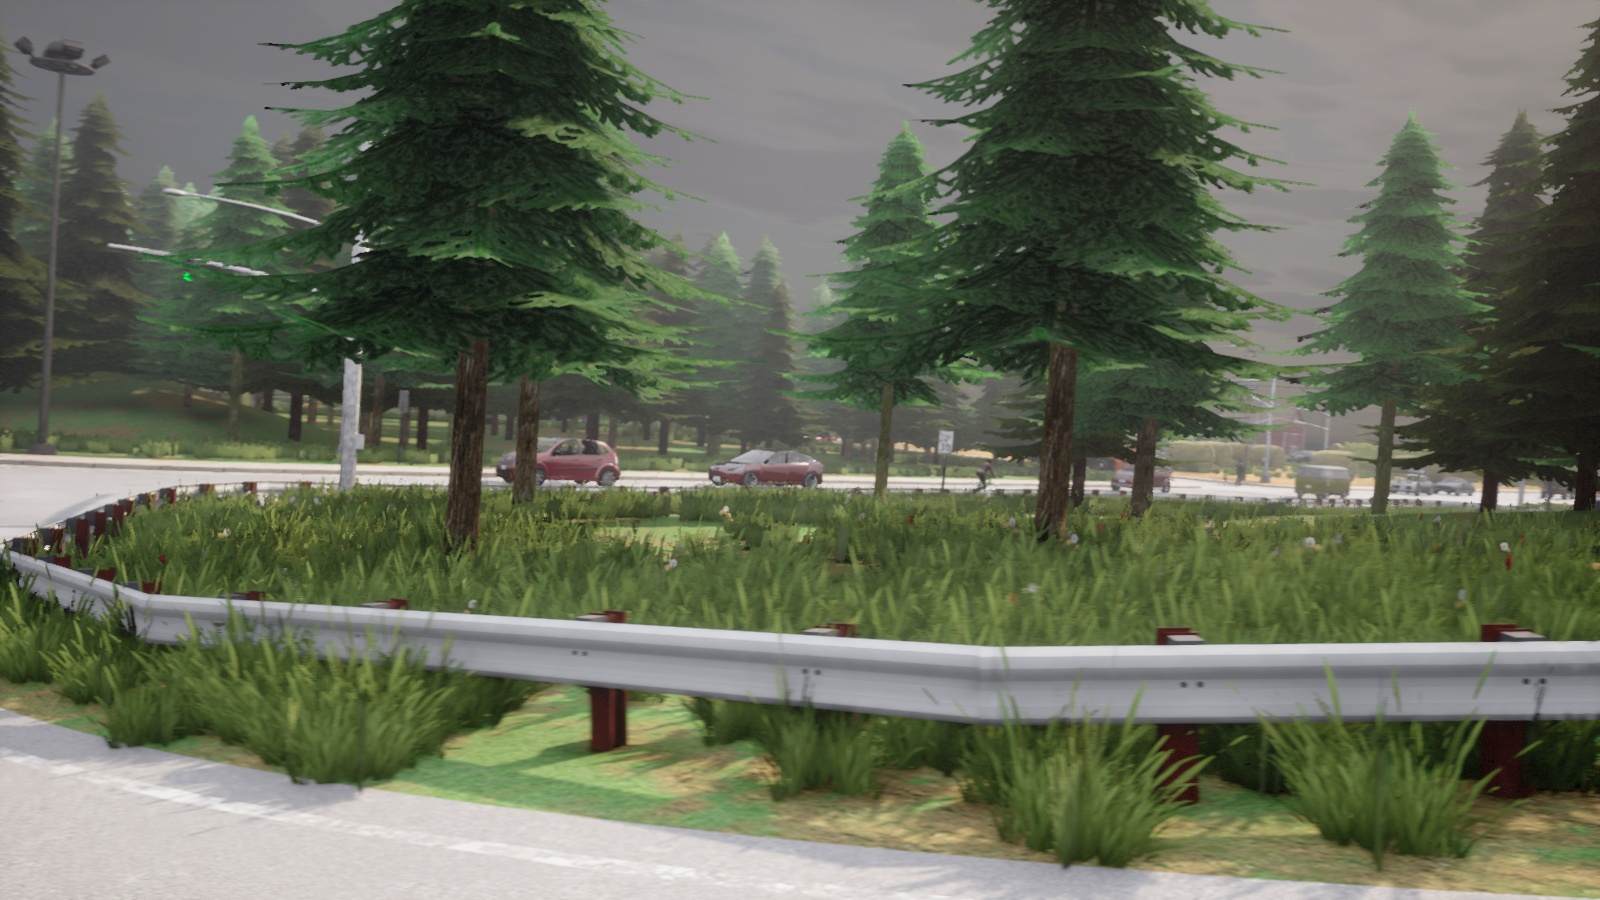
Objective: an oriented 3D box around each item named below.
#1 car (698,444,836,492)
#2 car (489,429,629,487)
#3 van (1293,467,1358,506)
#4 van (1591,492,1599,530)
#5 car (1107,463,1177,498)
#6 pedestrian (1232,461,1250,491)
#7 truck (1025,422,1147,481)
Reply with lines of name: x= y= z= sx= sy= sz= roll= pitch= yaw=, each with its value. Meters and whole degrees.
car: x=-1.192 y=0.705 z=47.072 sx=4.792 sy=1.488 sz=2.163 roll=3 pitch=3 yaw=-43
car: x=-7.831 y=0.274 z=41.006 sx=3.988 sy=1.617 sz=1.851 roll=3 pitch=3 yaw=-42
van: x=30.542 y=2.145 z=72.938 sx=4.442 sy=1.987 sz=1.775 roll=3 pitch=2 yaw=-45
van: x=45.373 y=3.513 z=67.348 sx=2.069 sy=2.038 sz=4.480 roll=3 pitch=3 yaw=-44
car: x=17.819 y=1.597 z=65.338 sx=3.705 sy=1.549 sz=1.789 roll=3 pitch=3 yaw=-45
pedestrian: x=29.528 y=1.747 z=84.070 sx=0.849 sy=1.883 sz=0.563 roll=3 pitch=2 yaw=-36
truck: x=20.183 y=0.056 z=88.980 sx=2.891 sy=3.462 sz=7.936 roll=3 pitch=3 yaw=-43
